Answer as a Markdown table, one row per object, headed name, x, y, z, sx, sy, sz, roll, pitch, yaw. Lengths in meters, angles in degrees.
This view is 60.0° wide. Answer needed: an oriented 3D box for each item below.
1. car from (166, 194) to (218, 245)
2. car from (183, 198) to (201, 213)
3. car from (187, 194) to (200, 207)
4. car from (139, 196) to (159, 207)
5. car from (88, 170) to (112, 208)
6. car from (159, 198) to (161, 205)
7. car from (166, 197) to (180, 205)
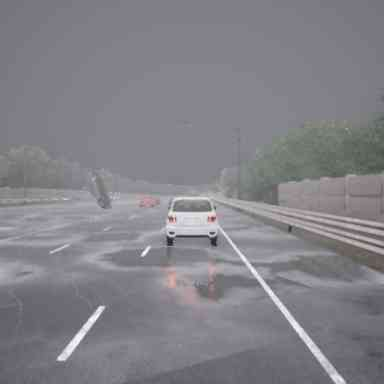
| name | x | y | z | sx | sy | sz | roll | pitch | yaw |
| --- | --- | --- | --- | --- | --- | --- | --- | --- | --- |
| car | 0.002 | 1.233 | 15.734 | 2.150 | 2.045 | 5.566 | 0 | 0 | 0 |
| car | 0.005 | 1.526 | 38.220 | 1.882 | 1.535 | 5.008 | 0 | 0 | 0 |
| car | 0.264 | 1.357 | 56.122 | 2.150 | 2.045 | 5.566 | 0 | 1 | 0 |
| car | -6.996 | 1.471 | 52.698 | 2.097 | 1.767 | 4.553 | 0 | 0 | 0 |
| car | -11.880 | -0.250 | 42.392 | 1.411 | 5.357 | 2.033 | -30 | -19 | 17 |
| car | -6.956 | 1.508 | 61.453 | 2.097 | 1.767 | 4.553 | 0 | 0 | 1 |
| car | -3.453 | 1.684 | 61.500 | 2.033 | 1.411 | 5.357 | 0 | 0 | 1 |
